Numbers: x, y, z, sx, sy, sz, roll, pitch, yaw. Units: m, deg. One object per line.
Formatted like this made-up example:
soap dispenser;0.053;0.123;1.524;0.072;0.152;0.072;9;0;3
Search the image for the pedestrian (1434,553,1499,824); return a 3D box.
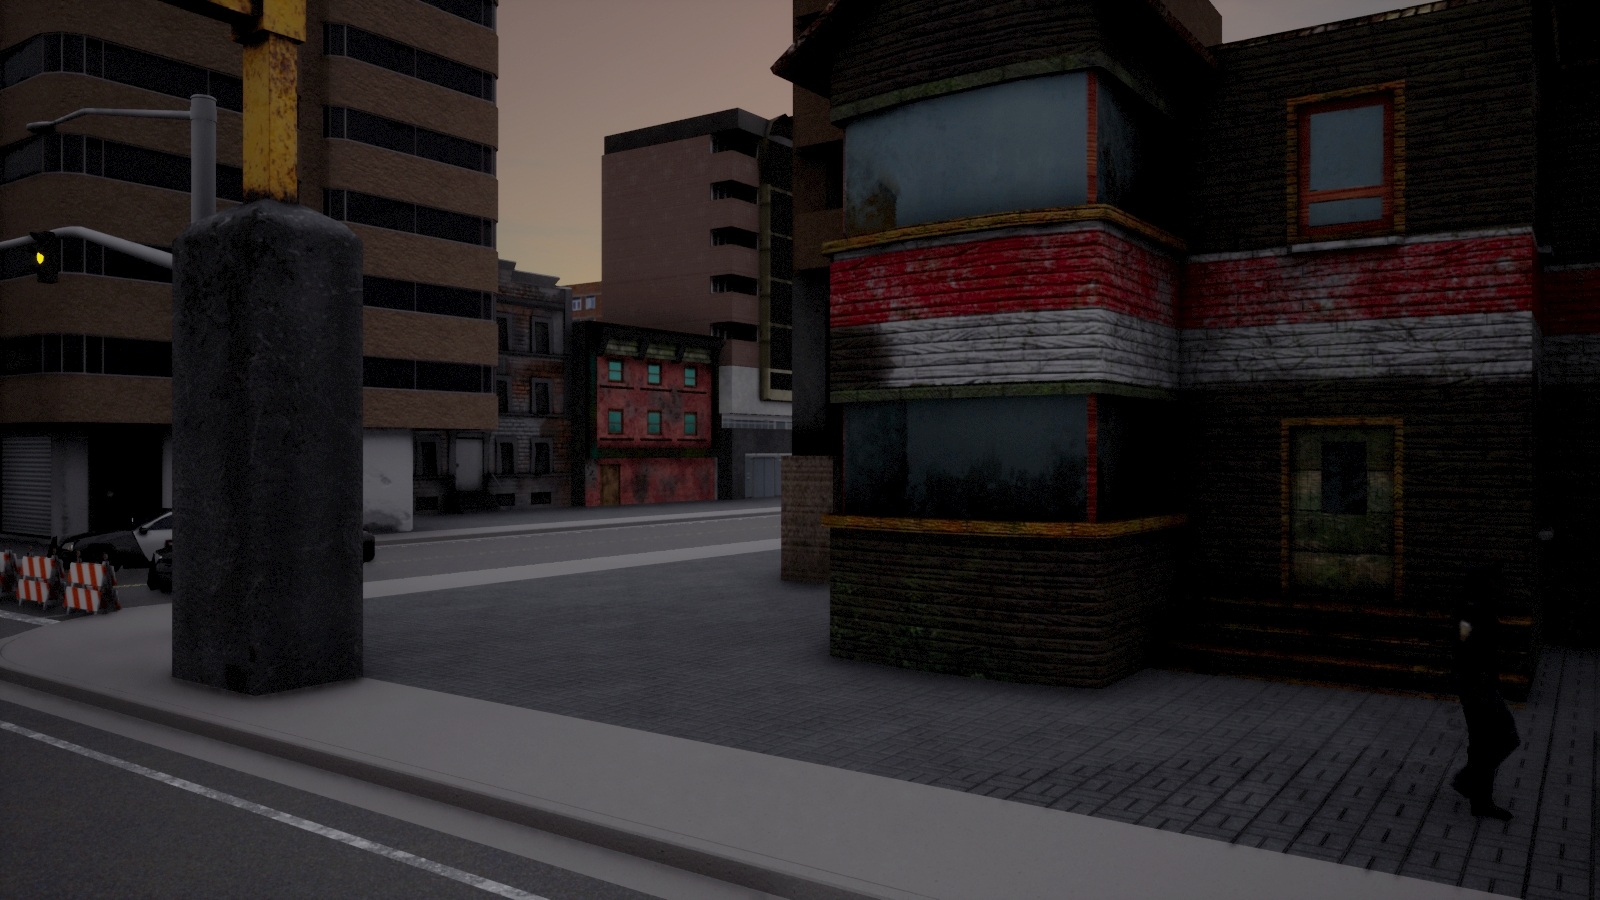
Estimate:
pedestrian;4.837;1.700;8.288;0.375;1.860;0.375;0;0;36
